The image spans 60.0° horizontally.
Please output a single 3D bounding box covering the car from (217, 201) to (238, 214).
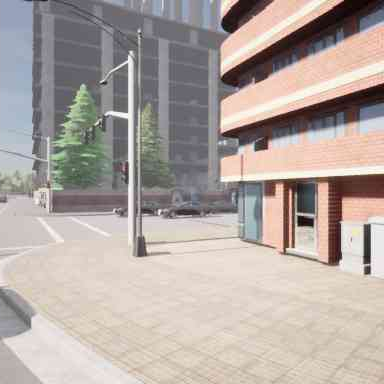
[{"bbox_3d":[3.016,1.619,35.566,4.181,1.385,1.994,0,0,-27],"label":"car"}]

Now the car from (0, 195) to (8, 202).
[{"bbox_3d":[-42.472,1.500,74.885,1.837,1.490,4.892,0,0,-27],"label":"car"}]

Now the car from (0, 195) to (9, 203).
[{"bbox_3d":[-37.951,1.595,66.027,1.895,1.301,4.718,0,0,-27],"label":"car"}]

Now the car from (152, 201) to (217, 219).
[{"bbox_3d":[-0.644,1.547,29.811,4.902,1.511,2.128,0,0,-27],"label":"car"}]

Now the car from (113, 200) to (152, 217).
[{"bbox_3d":[-4.949,1.547,31.568,4.902,1.511,2.128,0,0,-27],"label":"car"}]
